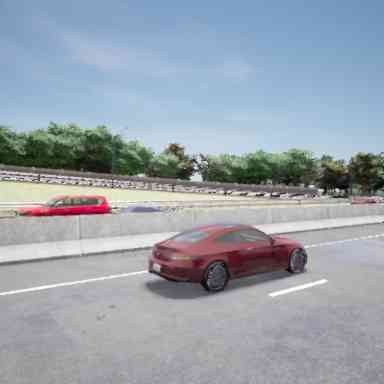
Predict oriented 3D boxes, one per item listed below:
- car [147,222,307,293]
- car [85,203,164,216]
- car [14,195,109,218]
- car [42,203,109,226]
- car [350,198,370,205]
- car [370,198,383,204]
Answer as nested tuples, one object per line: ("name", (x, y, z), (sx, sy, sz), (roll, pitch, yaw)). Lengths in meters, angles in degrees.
("car", (1.076, 1.529, 8.830), (4.674, 1.442, 1.812), (0, 0, -36))
("car", (-3.287, 1.531, 18.843), (4.674, 1.442, 1.812), (0, 0, -35))
("car", (-7.601, 1.224, 20.065), (5.566, 2.045, 2.150), (0, 0, -35))
("car", (-8.317, 1.568, 23.854), (4.181, 1.385, 1.994), (0, 0, -35))
("car", (24.399, 1.548, 47.156), (5.008, 1.535, 1.882), (0, 0, -35))
("car", (26.245, 1.422, 44.177), (4.553, 1.767, 2.097), (0, 0, -35))
